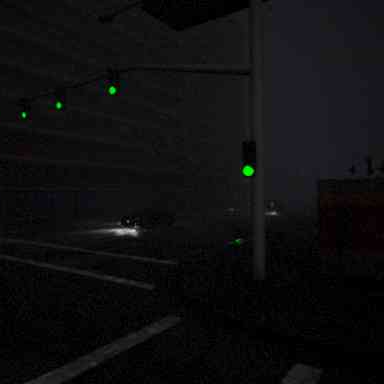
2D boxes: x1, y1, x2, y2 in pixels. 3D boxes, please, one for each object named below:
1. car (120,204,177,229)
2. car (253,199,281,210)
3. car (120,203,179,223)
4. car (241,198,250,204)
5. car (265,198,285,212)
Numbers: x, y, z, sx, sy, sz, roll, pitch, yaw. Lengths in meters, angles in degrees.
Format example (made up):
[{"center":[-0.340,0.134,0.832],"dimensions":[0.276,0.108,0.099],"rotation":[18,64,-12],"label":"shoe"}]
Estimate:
[{"center":[-3.091,1.760,23.561],"dimensions":[1.994,1.385,4.181],"rotation":[-1,0,35],"label":"car"},{"center":[11.320,1.789,49.913],"dimensions":[2.033,1.411,5.357],"rotation":[-1,-1,36],"label":"car"},{"center":[-3.551,1.787,28.977],"dimensions":[2.033,1.411,5.357],"rotation":[-1,0,35],"label":"car"},{"center":[10.077,1.833,71.873],"dimensions":[5.008,1.535,1.882],"rotation":[-1,0,22],"label":"car"},{"center":[10.206,1.550,42.359],"dimensions":[2.097,1.767,4.553],"rotation":[-1,0,36],"label":"car"}]
